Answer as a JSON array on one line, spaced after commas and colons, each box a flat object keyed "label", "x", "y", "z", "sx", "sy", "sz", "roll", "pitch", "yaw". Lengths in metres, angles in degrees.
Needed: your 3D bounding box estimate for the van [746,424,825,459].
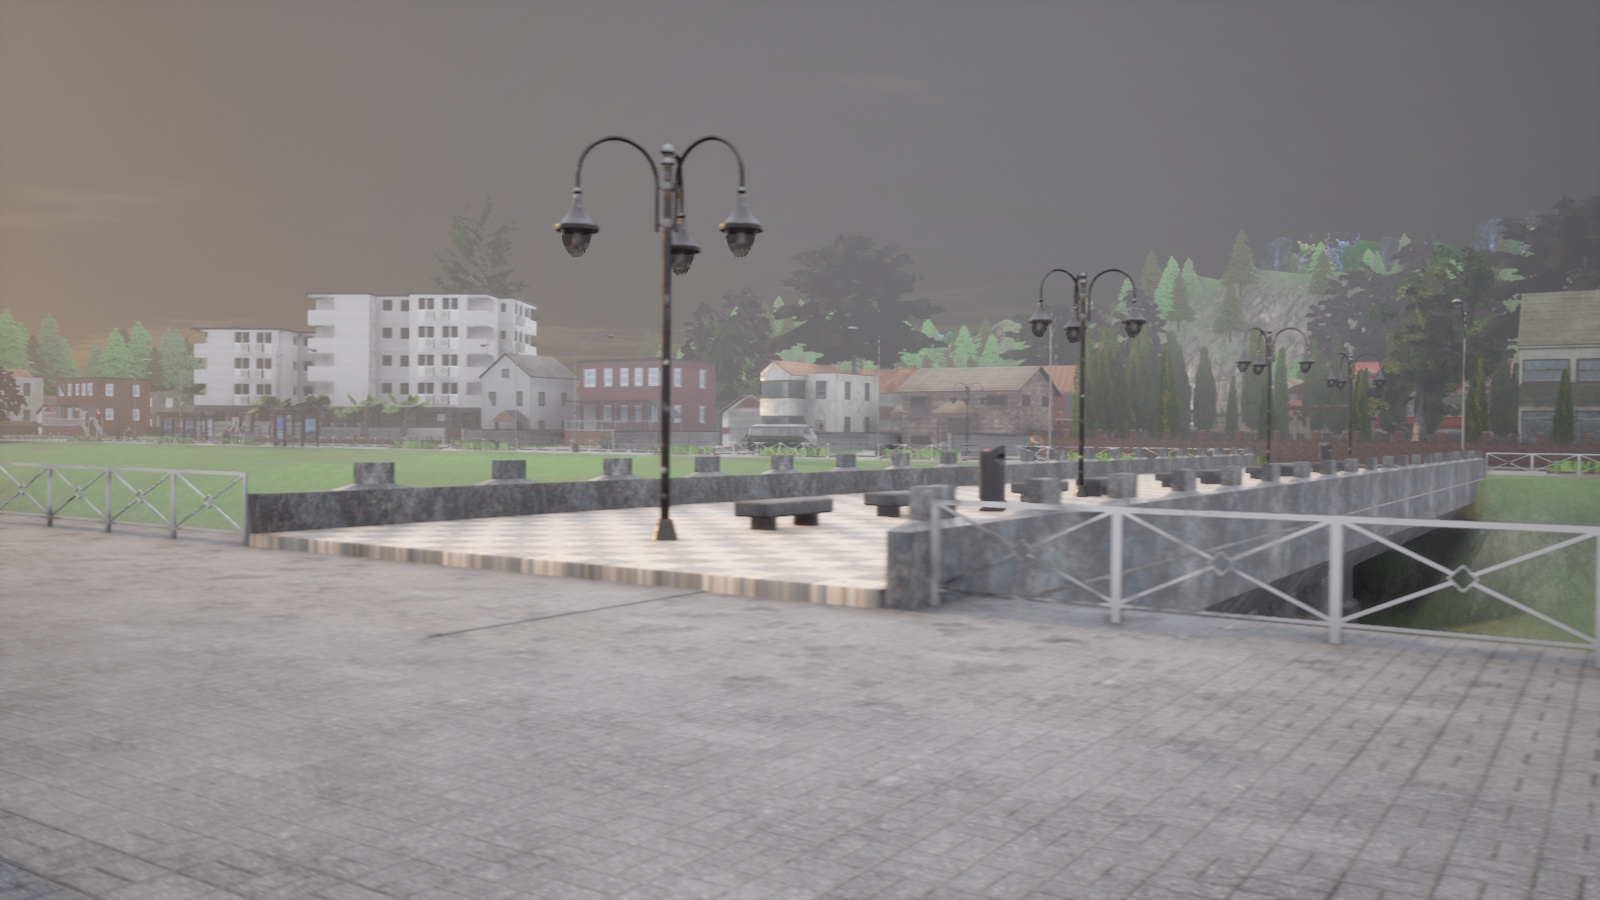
[{"label": "van", "x": -0.861, "y": -0.518, "z": 74.039, "sx": 4.442, "sy": 1.987, "sz": 1.775, "roll": 0, "pitch": 1, "yaw": 34}]
